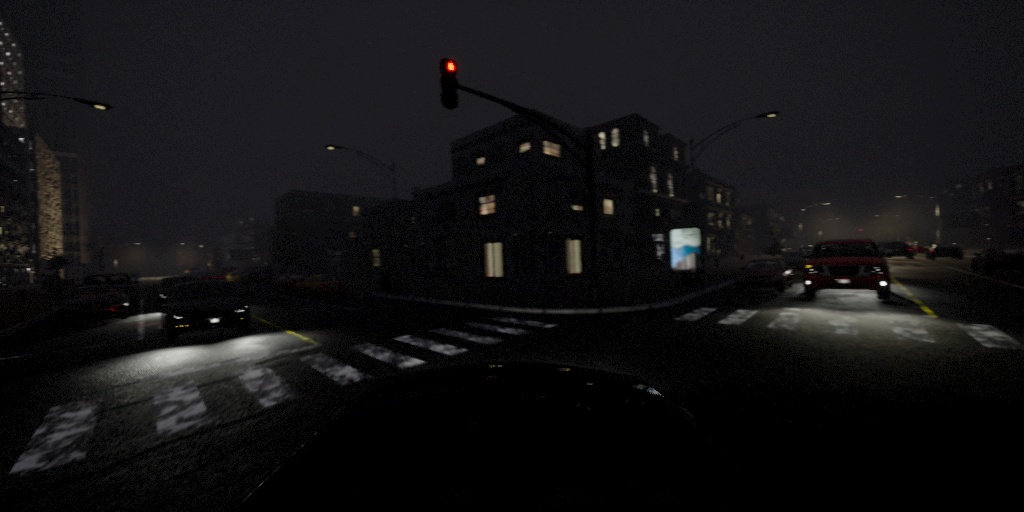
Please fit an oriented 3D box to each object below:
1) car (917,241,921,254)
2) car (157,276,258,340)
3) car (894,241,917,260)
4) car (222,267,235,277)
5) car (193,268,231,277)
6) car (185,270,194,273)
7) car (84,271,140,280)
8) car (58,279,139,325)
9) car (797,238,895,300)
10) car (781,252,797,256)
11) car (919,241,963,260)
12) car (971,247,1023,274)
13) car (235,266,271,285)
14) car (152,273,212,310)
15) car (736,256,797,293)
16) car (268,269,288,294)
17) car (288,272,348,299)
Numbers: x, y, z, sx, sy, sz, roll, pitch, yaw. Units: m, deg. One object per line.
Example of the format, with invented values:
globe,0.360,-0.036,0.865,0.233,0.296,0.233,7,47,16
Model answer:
car,43.732,-0.856,38.108,1.967,1.591,4.097,0,0,43
car,-9.888,1.581,11.493,4.892,1.490,1.837,-2,0,44
car,36.066,-0.594,33.782,2.097,1.767,4.553,-2,0,43
car,-31.008,2.333,40.153,4.829,1.417,1.751,0,0,44
car,-28.557,2.208,34.050,1.882,1.535,5.008,-2,0,-45
car,-36.295,2.574,41.527,4.181,1.385,1.994,-2,0,44
car,-20.857,1.787,18.587,5.009,1.841,2.192,0,0,44
car,-16.890,1.882,14.727,4.403,1.370,2.007,0,0,44
car,12.672,0.372,13.637,2.150,2.045,5.566,-2,0,44
car,18.728,0.402,23.780,2.007,1.370,4.403,0,0,43
car,36.164,-0.388,30.074,2.007,1.370,4.403,0,0,43
car,24.811,0.182,18.020,1.802,1.307,4.207,0,0,43
car,-22.952,1.837,32.314,5.009,1.841,2.192,0,0,44
car,-17.207,1.840,18.620,4.892,1.490,1.837,-2,0,44
car,11.160,0.794,15.746,1.802,1.307,4.207,0,0,43
car,-15.017,1.821,24.594,4.207,1.307,1.802,0,0,44
car,-11.172,1.624,20.852,4.829,1.417,1.751,0,0,44
